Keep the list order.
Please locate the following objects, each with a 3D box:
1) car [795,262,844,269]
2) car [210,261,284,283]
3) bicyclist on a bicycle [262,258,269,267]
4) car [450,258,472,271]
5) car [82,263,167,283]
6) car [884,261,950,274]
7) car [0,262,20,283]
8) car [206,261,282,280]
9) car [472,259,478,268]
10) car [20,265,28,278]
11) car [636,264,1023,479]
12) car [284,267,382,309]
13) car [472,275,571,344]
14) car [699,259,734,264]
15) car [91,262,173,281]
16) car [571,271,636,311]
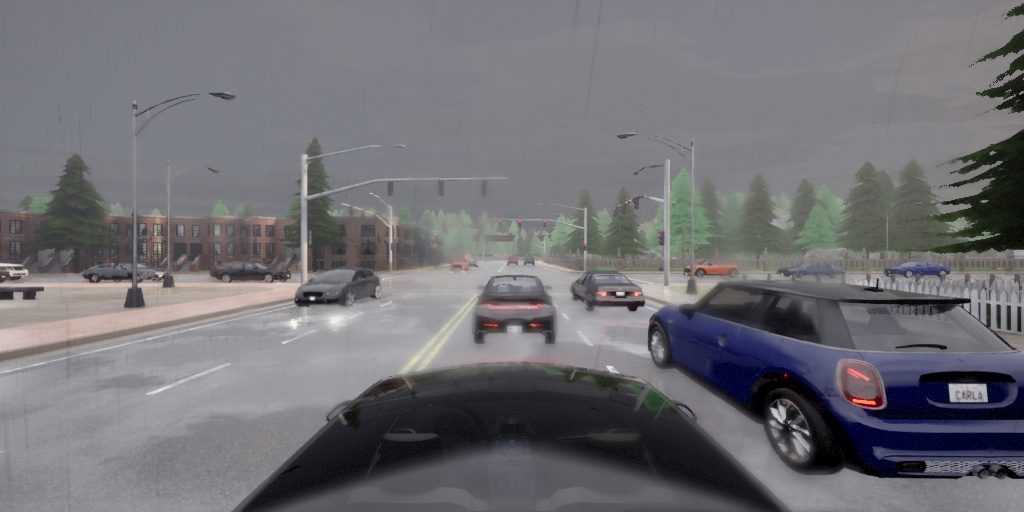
[{"bbox_3d":[28.289,1.297,33.933,5.357,1.411,2.033,0,0,1],"label":"car"},{"bbox_3d":[-19.510,1.228,27.219,5.008,1.535,1.882,0,0,-1],"label":"car"},{"bbox_3d":[-28.748,1.053,41.670,0.582,1.620,1.656,0,0,-1],"label":"bicyclist on a bicycle"},{"bbox_3d":[-7.014,1.102,48.342,2.097,1.767,4.553,0,0,0],"label":"car"},{"bbox_3d":[-29.007,1.241,26.946,4.902,1.511,2.128,0,0,-4],"label":"car"},{"bbox_3d":[38.167,1.228,33.901,5.008,1.535,1.882,0,0,0],"label":"car"},{"bbox_3d":[-39.175,1.228,25.224,5.008,1.535,1.882,0,0,-18],"label":"car"},{"bbox_3d":[-22.820,1.228,30.656,5.008,1.535,1.882,0,0,-1],"label":"car"},{"bbox_3d":[-6.964,1.275,61.895,1.812,1.442,4.674,0,0,0],"label":"car"},{"bbox_3d":[-42.179,0.971,27.894,5.566,2.045,2.150,0,0,-21],"label":"car"},{"bbox_3d":[3.607,1.102,4.958,2.097,1.767,4.553,0,0,0],"label":"car"},{"bbox_3d":[-7.074,1.255,15.130,1.837,1.490,4.892,0,0,0],"label":"car"},{"bbox_3d":[0.076,1.242,9.549,2.128,1.511,4.902,0,0,1],"label":"car"},{"bbox_3d":[18.764,1.102,33.963,4.553,1.767,2.097,0,0,0],"label":"car"},{"bbox_3d":[-31.917,1.276,30.224,4.674,1.442,1.812,0,0,-7],"label":"car"},{"bbox_3d":[3.606,1.297,14.376,2.033,1.411,5.357,0,0,0],"label":"car"}]
